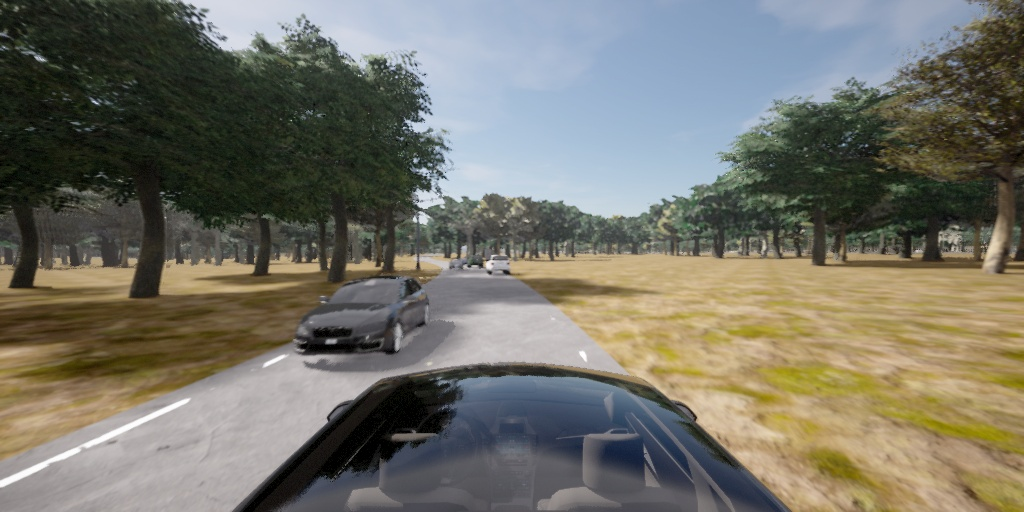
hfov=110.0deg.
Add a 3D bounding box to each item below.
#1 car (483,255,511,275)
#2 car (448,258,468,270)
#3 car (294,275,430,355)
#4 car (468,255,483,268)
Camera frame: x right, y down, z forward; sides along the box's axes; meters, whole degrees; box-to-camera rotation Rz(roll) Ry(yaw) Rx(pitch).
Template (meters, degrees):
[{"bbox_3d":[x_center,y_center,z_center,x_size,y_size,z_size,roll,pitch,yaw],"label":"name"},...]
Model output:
[{"bbox_3d":[-1.469,0.894,37.475,2.150,2.045,5.566,0,0,-8],"label":"car"},{"bbox_3d":[-7.629,1.139,49.204,2.128,1.511,4.902,0,0,-10],"label":"car"},{"bbox_3d":[-3.263,1.258,8.762,1.837,1.490,4.892,0,0,-2],"label":"car"},{"bbox_3d":[-5.701,0.821,55.920,2.150,2.045,5.566,0,0,-12],"label":"car"}]
